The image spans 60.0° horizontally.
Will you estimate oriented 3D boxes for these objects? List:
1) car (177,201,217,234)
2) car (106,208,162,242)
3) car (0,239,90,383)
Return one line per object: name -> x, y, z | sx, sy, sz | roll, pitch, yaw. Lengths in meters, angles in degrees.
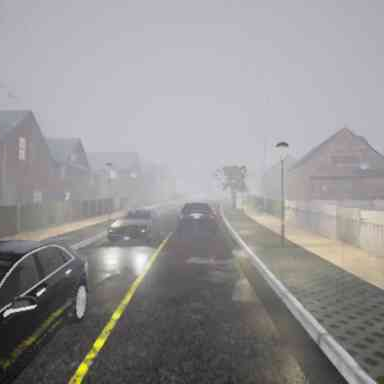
car -> 0.309, 1.305, 19.112 | 2.097, 1.767, 4.553 | 0, 0, 2
car -> -2.617, 1.524, 16.402 | 2.033, 1.411, 5.357 | 0, 0, 2
car -> -2.809, 1.503, 4.344 | 1.837, 1.490, 4.892 | 0, 1, 0
